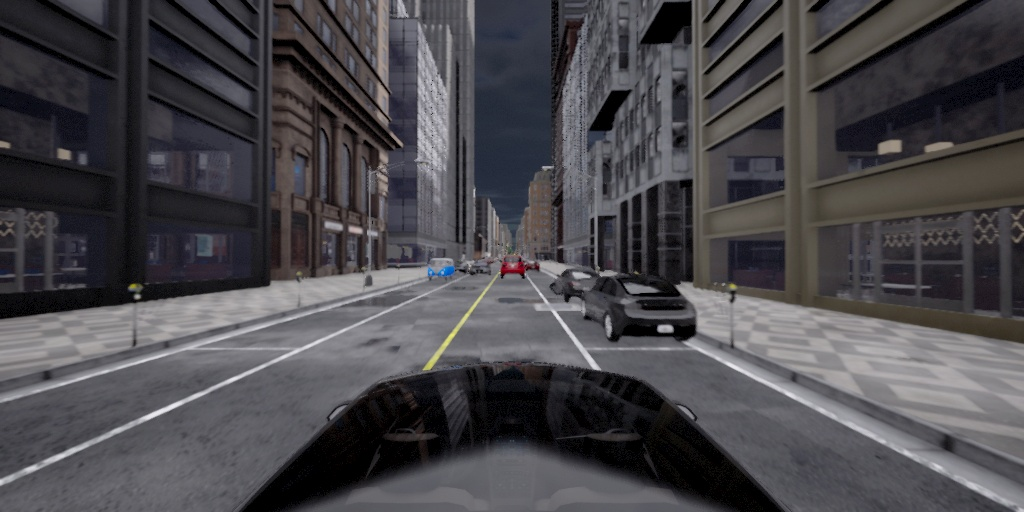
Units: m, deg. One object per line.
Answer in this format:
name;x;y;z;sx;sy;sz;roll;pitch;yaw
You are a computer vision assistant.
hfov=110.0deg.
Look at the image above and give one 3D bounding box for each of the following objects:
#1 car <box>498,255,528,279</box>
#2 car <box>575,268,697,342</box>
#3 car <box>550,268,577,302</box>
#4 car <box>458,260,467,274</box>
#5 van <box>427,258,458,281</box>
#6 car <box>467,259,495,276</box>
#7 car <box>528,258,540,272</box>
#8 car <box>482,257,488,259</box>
car;0.058;0.964;33.147;2.150;2.045;5.566;0;0;0
car;3.143;1.251;9.768;1.837;1.490;4.892;0;0;0
car;3.110;1.270;16.849;1.812;1.442;4.674;0;0;-2
car;-5.870;1.304;41.027;1.948;1.339;4.313;0;0;0
van;-5.866;1.082;29.778;1.690;1.789;3.998;0;0;0
car;-3.099;1.303;36.404;1.994;1.385;4.181;0;0;0
car;2.655;1.282;46.648;1.888;1.381;4.507;0;0;0
car;-5.877;1.299;63.525;1.948;1.339;4.313;0;0;0
